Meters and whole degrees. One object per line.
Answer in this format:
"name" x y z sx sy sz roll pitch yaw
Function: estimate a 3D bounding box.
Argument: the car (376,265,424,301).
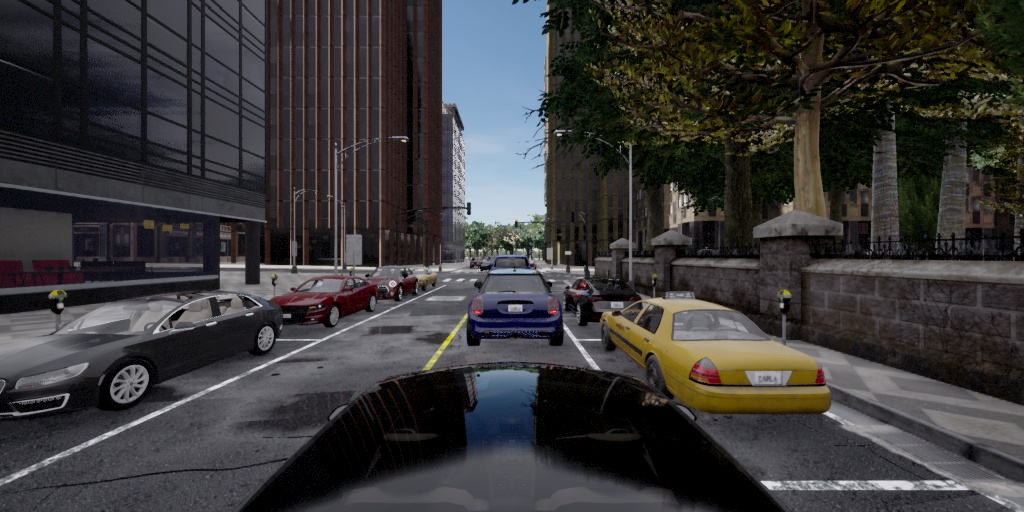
"car" -5.785 1.190 16.899 1.967 1.591 4.097 0 0 0

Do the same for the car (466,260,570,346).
"car" 0.042 1.102 9.560 2.097 1.767 4.553 0 0 -1

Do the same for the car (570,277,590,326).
"car" 2.748 1.316 11.457 1.948 1.339 4.313 0 0 0

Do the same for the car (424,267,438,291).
"car" -5.793 1.277 22.186 1.751 1.417 4.829 0 0 0

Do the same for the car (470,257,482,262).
"car" -5.849 1.079 59.764 2.192 1.841 5.009 0 0 0

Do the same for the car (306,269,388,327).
"car" -5.777 1.295 11.442 1.888 1.381 4.507 0 0 0

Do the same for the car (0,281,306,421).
"car" -5.769 1.300 5.985 2.007 1.370 4.403 0 0 0

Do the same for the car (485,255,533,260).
"car" -0.021 0.973 18.995 2.150 2.045 5.566 0 0 0

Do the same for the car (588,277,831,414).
"car" 2.756 1.275 6.170 1.751 1.417 4.829 0 0 0

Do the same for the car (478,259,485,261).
"car" -2.990 1.359 45.155 1.895 1.301 4.718 0 0 -2
